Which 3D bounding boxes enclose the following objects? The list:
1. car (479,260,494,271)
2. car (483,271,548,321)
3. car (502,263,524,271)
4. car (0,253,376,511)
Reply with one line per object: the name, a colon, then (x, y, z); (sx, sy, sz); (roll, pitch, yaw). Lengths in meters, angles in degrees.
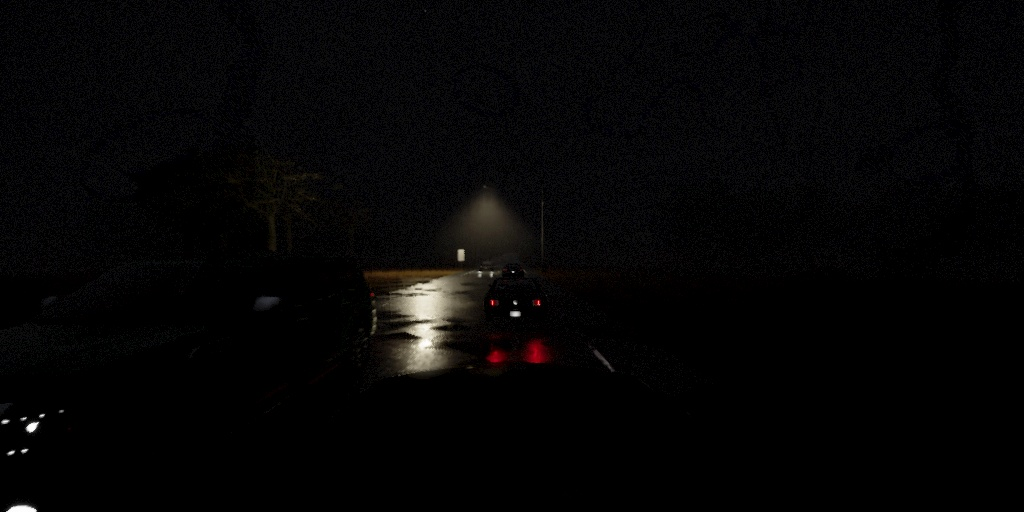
car: (-3.506, 1.364, 50.746); (1.882, 1.535, 5.008); (0, 0, 0)
car: (0.106, 1.363, 12.423); (1.895, 1.301, 4.718); (0, 0, 0)
car: (0.094, 1.369, 33.373); (1.994, 1.385, 4.181); (0, 0, 0)
car: (-3.601, 0.970, 4.480); (2.150, 2.045, 5.566); (0, 0, 0)
